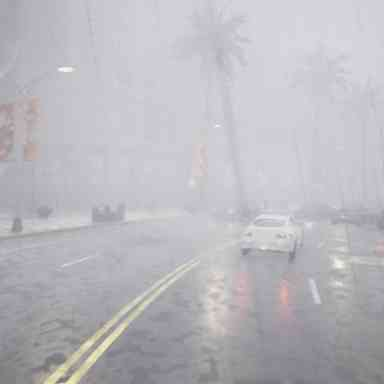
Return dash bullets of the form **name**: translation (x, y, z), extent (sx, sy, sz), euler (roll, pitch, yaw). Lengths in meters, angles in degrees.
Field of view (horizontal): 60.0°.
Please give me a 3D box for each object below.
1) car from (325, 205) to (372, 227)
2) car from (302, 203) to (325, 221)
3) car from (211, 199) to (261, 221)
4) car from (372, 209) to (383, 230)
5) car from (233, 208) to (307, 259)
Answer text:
- **car**: translation (11.675, 1.658, 23.926), extent (4.181, 1.385, 1.994), euler (1, 0, -44)
- **car**: translation (10.303, 1.642, 27.838), extent (4.181, 1.385, 1.994), euler (1, 0, -40)
- **car**: translation (3.525, 1.360, 26.012), extent (2.097, 1.767, 4.553), euler (1, 0, 43)
- **car**: translation (13.460, 1.468, 20.960), extent (4.553, 1.767, 2.097), euler (1, 0, -43)
- **car**: translation (3.173, 1.545, 12.730), extent (1.812, 1.442, 4.674), euler (0, 0, 23)
